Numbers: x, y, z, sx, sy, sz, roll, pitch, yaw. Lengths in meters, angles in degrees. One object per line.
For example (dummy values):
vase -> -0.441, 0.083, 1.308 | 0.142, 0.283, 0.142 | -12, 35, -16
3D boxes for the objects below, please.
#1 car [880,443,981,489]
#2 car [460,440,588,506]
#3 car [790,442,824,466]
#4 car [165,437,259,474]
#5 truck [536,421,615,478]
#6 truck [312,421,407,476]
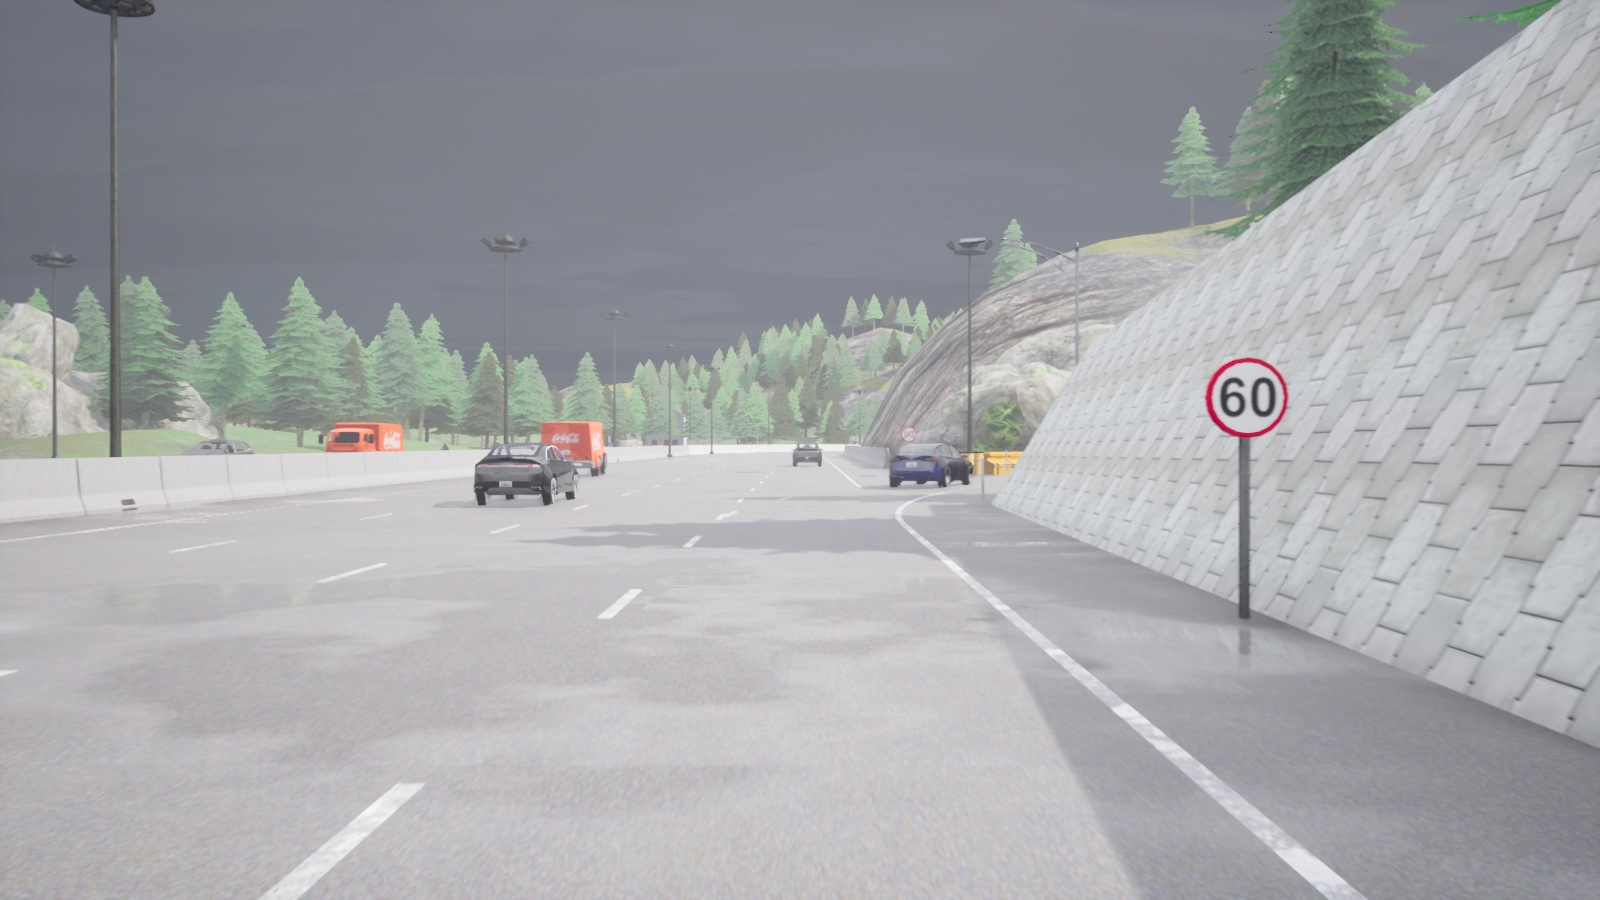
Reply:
car -> 4.533, 0.508, 42.910 | 2.163, 1.488, 4.792 | 0, 0, 22
car -> -6.805, 0.519, 31.537 | 2.128, 1.511, 4.902 | 0, 0, 0
car -> 0.478, 0.245, 81.329 | 2.128, 1.511, 4.902 | 0, 0, 0
car -> -27.649, 0.236, 59.218 | 2.242, 1.667, 4.611 | 0, 0, 0
truck -> -10.161, -0.066, 57.264 | 2.627, 2.467, 5.204 | 0, 1, 0
truck -> -20.648, -0.087, 59.158 | 2.627, 2.467, 5.204 | 0, 0, 0
